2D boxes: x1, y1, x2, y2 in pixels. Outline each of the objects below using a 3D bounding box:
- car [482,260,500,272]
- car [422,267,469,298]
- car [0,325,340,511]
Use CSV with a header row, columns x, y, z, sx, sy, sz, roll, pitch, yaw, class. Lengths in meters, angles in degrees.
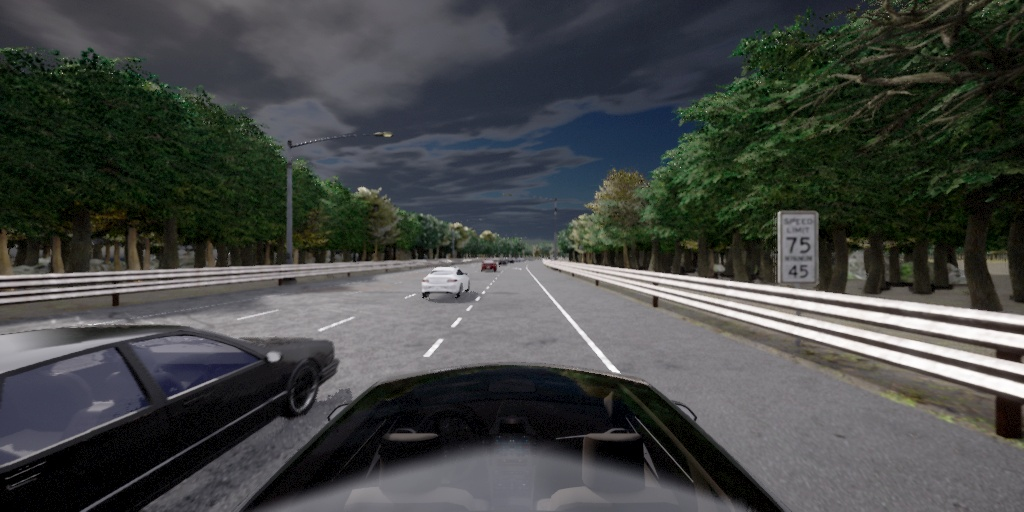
x,y,z,sx,sy,sz,roll,pitch,yaw,class
-3.007,1.282,48.495,1.882,1.535,5.008,0,0,1,car
-3.337,1.297,18.478,1.812,1.442,4.674,0,0,1,car
-3.506,1.298,2.851,2.033,1.411,5.357,0,0,1,car
